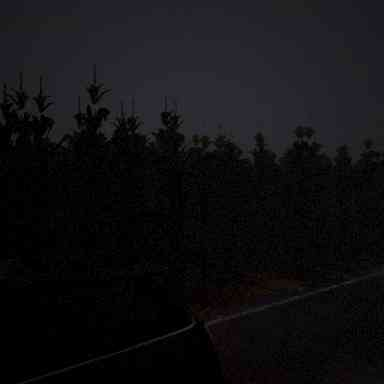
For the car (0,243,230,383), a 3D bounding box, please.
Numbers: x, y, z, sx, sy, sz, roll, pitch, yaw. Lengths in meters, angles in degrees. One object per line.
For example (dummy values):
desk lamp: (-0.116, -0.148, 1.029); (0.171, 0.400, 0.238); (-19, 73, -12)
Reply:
car: (-1.940, 1.353, 2.235); (4.553, 1.767, 2.097); (0, 0, -36)
